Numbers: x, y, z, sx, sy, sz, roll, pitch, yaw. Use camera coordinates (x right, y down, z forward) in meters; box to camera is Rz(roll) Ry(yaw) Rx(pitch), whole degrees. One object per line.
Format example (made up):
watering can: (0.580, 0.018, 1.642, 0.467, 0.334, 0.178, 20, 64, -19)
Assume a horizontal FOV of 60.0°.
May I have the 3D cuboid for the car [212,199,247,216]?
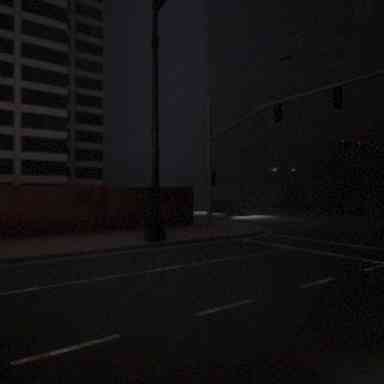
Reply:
car: (3.352, 1.507, 33.336, 1.837, 1.490, 4.892, 0, 0, -36)
